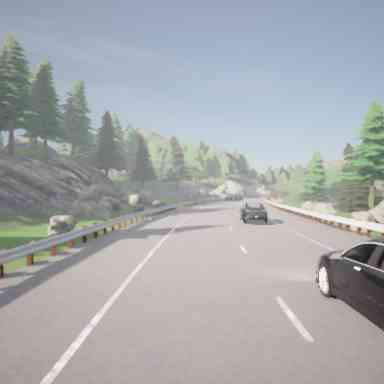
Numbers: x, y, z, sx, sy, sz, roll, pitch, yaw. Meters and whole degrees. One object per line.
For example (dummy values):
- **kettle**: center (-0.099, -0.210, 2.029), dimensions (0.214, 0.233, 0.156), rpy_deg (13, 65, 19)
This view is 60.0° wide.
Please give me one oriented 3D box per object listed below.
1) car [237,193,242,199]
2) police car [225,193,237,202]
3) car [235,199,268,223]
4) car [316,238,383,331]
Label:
- **car**: center (12.008, 1.632, 92.742), dimensions (1.882, 1.535, 5.008), rpy_deg (0, 0, 16)
- **police car**: center (9.441, 1.562, 83.212), dimensions (1.930, 1.638, 5.238), rpy_deg (0, 0, 14)
- **car**: center (4.678, 1.536, 25.628), dimensions (2.128, 1.511, 4.902), rpy_deg (0, 0, 4)
- **car**: center (3.698, 1.518, 5.635), dimensions (1.837, 1.490, 4.892), rpy_deg (0, 0, 1)
